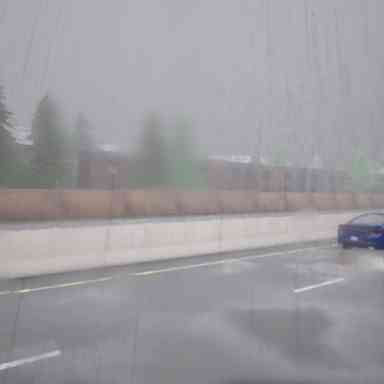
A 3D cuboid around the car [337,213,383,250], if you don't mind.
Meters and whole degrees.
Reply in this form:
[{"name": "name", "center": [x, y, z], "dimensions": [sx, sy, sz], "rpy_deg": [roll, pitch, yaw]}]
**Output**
[{"name": "car", "center": [8.129, 1.618, 13.962], "dimensions": [5.008, 1.535, 1.882], "rpy_deg": [0, 0, -35]}]
